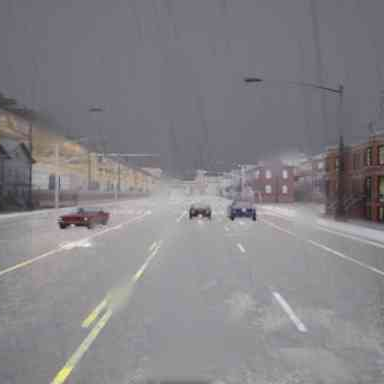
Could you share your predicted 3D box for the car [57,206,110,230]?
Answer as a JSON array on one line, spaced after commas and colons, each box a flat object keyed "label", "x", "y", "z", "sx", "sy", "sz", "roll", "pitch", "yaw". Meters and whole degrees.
[{"label": "car", "x": -6.652, "y": 1.591, "z": 20.892, "sx": 1.895, "sy": 1.301, "sz": 4.718, "roll": 0, "pitch": 0, "yaw": 2}]

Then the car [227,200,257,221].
[{"label": "car", "x": 4.205, "y": 1.455, "z": 28.759, "sx": 2.097, "sy": 1.767, "sz": 4.553, "roll": 0, "pitch": 0, "yaw": 1}]

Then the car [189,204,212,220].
[{"label": "car", "x": 0.715, "y": 1.674, "z": 29.293, "sx": 1.895, "sy": 1.301, "sz": 4.718, "roll": 0, "pitch": 0, "yaw": 1}]
